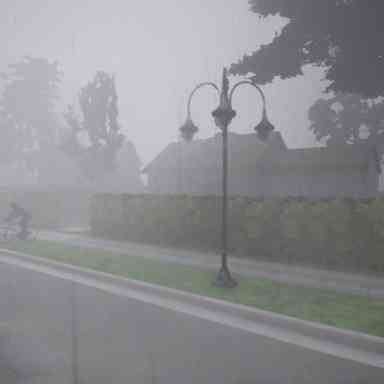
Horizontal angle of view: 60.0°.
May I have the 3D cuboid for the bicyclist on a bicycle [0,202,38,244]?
[{"bbox_3d":[-6.961,1.234,13.301,0.582,1.620,1.656,1,0,37],"label":"bicyclist on a bicycle"}]
